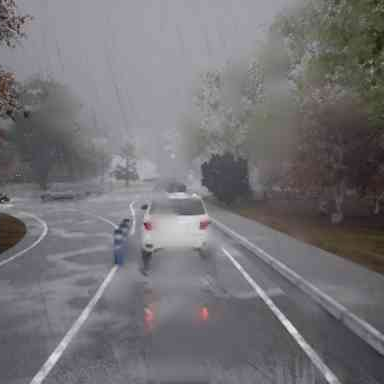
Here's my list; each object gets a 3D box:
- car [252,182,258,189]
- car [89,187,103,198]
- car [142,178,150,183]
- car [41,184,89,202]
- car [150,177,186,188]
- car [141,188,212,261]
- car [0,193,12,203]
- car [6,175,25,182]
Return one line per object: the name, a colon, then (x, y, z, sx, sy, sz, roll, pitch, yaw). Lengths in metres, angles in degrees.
car: (8.117, -1.340, 53.051, 4.902, 1.511, 2.128, 1, 4, -15)
car: (-12.347, -0.141, 36.397, 4.902, 1.511, 2.128, -2, 5, -19)
car: (-8.357, -2.670, 71.563, 4.718, 1.301, 1.895, 2, 5, 30)
car: (-12.712, 0.183, 33.028, 4.181, 1.385, 1.994, -1, 4, -16)
car: (-2.447, -0.588, 38.691, 2.150, 2.045, 5.566, 1, 5, 18)
car: (-0.644, 1.044, 11.944, 2.150, 2.045, 5.566, 0, 1, -5)
car: (-19.303, 0.346, 30.680, 5.357, 1.411, 2.033, 2, 5, 21)
car: (-35.439, -2.547, 66.856, 1.837, 1.490, 4.892, 3, 5, 39)
